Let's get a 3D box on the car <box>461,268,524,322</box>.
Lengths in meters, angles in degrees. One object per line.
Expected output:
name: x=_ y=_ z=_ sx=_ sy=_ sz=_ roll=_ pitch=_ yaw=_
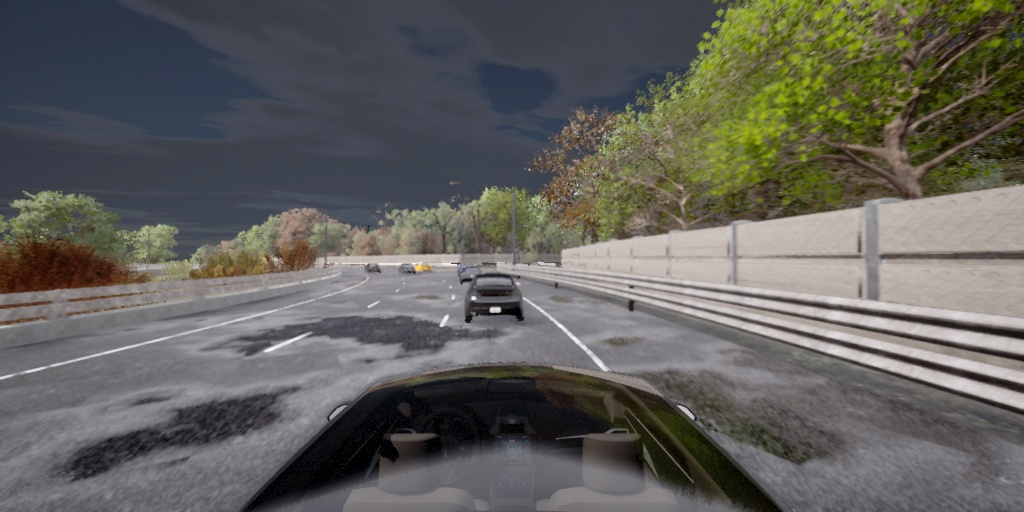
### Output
car: x=-0.704 y=1.355 z=12.861 sx=1.837 sy=1.490 sz=4.892 roll=0 pitch=-1 yaw=-5

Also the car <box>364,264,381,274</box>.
car: x=-21.464 y=1.920 z=55.157 sx=1.812 sy=1.442 sz=4.674 roll=0 pitch=-1 yaw=-30

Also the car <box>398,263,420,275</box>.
car: x=-14.721 y=1.840 z=50.106 sx=2.033 sy=1.411 sz=5.357 roll=0 pitch=-1 yaw=-26

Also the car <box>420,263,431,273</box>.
car: x=-14.189 y=1.820 z=56.529 sx=1.882 sy=1.535 sz=5.008 roll=0 pitch=-1 yaw=-28

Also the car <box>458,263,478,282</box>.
car: x=-3.478 y=1.592 z=30.750 sx=1.994 sy=1.385 sz=4.181 roll=0 pitch=0 yaw=-10
